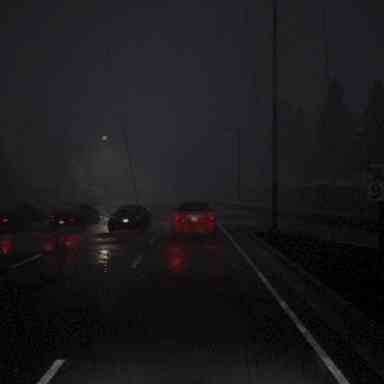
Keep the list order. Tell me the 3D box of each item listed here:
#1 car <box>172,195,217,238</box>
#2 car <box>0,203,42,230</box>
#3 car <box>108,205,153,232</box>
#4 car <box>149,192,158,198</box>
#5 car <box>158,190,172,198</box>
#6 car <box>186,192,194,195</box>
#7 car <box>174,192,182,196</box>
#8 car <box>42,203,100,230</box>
[{"bbox_3d":[0.100,1.226,17.095,2.097,1.767,4.553,0,0,0],"label":"car"},{"bbox_3d":[-10.415,1.376,19.869,1.812,1.442,4.674,0,1,0],"label":"car"},{"bbox_3d":[-3.409,1.424,19.013,1.994,1.385,4.181,0,0,0],"label":"car"},{"bbox_3d":[-11.081,0.904,94.274,1.895,1.301,4.718,0,0,0],"label":"car"},{"bbox_3d":[-7.580,0.666,94.239,2.097,1.767,4.553,0,0,0],"label":"car"},{"bbox_3d":[-0.577,0.794,93.907,1.882,1.535,5.008,0,0,0],"label":"car"},{"bbox_3d":[-4.077,0.815,93.880,1.837,1.490,4.892,0,0,0],"label":"car"},{"bbox_3d":[-6.915,1.377,19.888,1.812,1.442,4.674,0,1,0],"label":"car"}]
